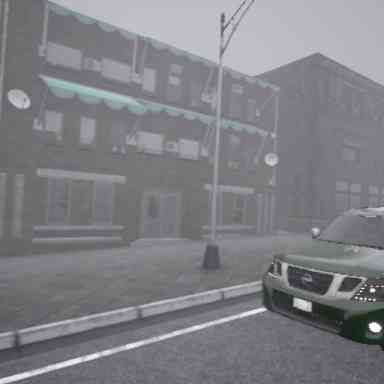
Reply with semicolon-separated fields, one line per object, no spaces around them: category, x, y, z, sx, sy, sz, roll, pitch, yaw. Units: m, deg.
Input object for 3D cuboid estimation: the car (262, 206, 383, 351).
car;3.854;1.320;6.436;5.566;2.045;2.150;1;-1;-36
